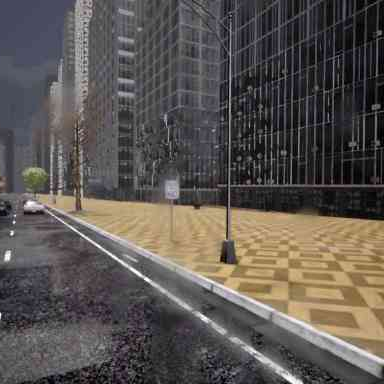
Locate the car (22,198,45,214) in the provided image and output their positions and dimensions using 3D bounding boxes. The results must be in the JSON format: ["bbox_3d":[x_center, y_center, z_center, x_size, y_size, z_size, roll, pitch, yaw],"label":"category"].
[{"bbox_3d":[-16.553,1.584,34.762,1.895,1.301,4.718,0,0,-27],"label":"car"}]

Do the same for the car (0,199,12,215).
[{"bbox_3d":[-19.089,1.530,32.711,2.033,1.411,5.357,0,0,-28],"label":"car"}]

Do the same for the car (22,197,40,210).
[{"bbox_3d":[-21.280,1.471,43.867,2.128,1.511,4.902,0,0,-27],"label":"car"}]
